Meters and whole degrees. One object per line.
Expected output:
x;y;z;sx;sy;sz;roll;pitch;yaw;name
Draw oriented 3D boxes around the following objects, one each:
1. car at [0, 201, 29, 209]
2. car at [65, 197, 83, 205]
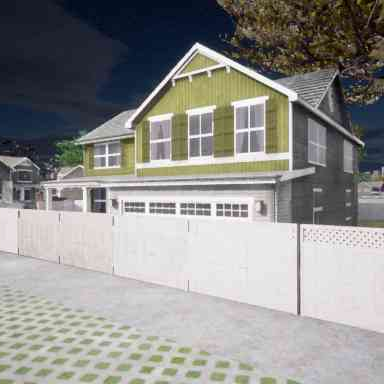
-18.164;1.596;32.350;1.837;1.490;4.892;0;-1;18;car
-15.008;1.486;41.750;2.097;1.767;4.553;0;0;20;car
